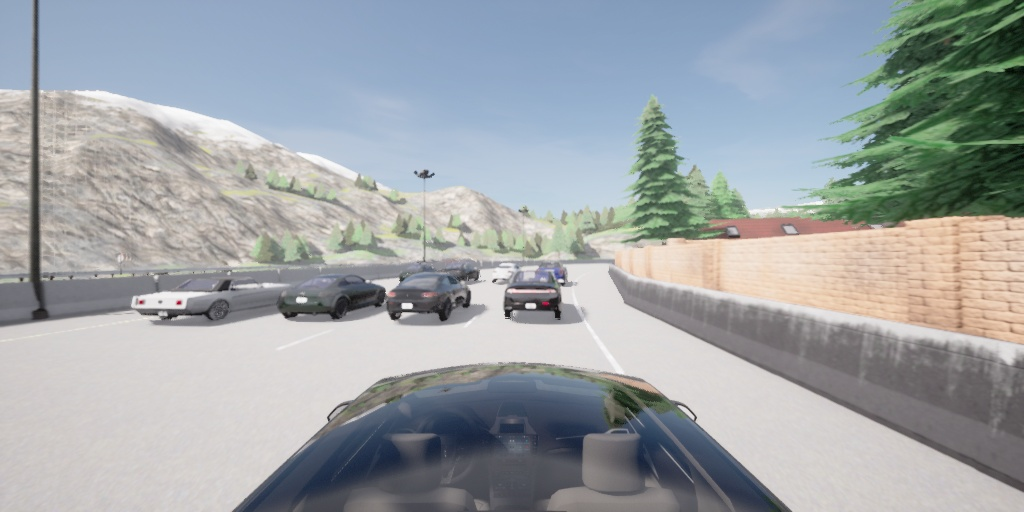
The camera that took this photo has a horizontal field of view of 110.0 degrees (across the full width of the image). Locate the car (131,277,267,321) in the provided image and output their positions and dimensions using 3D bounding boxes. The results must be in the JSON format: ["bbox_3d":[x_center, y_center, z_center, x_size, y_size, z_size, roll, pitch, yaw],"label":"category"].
[{"bbox_3d":[-9.773,1.365,12.497,1.895,1.301,4.718,0,0,6],"label":"car"}]

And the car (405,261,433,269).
[{"bbox_3d":[-7.276,1.348,28.767,1.994,1.385,4.181,0,0,12],"label":"car"}]

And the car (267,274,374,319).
[{"bbox_3d":[-6.195,1.326,12.949,1.994,1.385,4.181,0,0,7],"label":"car"}]

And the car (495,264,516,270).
[{"bbox_3d":[-0.251,1.309,28.190,1.812,1.442,4.674,0,0,12],"label":"car"}]

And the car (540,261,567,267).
[{"bbox_3d":[2.960,1.132,26.426,2.097,1.767,4.553,0,0,12],"label":"car"}]

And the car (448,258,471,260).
[{"bbox_3d":[-8.381,1.176,61.122,2.097,1.767,4.553,0,0,23],"label":"car"}]

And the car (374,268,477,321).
[{"bbox_3d":[-2.730,1.290,12.520,1.812,1.442,4.674,0,-1,7],"label":"car"}]

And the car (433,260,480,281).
[{"bbox_3d":[-3.917,1.275,27.743,2.128,1.511,4.902,0,0,12],"label":"car"}]

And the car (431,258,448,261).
[{"bbox_3d":[-11.463,1.179,62.789,2.097,1.767,4.553,0,0,23],"label":"car"}]

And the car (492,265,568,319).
[{"bbox_3d":[0.833,1.254,12.851,2.128,1.511,4.902,0,0,7],"label":"car"}]
